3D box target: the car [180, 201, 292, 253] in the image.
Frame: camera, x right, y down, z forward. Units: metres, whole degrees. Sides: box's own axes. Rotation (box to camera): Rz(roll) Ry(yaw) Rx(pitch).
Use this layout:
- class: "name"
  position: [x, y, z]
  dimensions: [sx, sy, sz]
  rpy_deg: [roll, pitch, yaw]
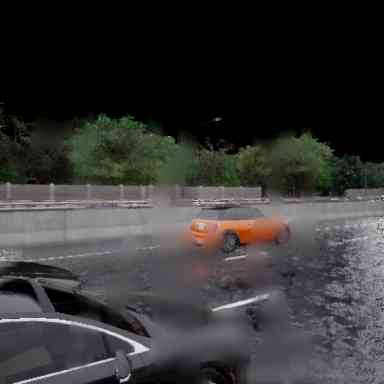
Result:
- class: "car"
  position: [2.075, 1.362, 13.831]
  dimensions: [4.553, 1.767, 2.097]
  rpy_deg: [0, 0, -36]

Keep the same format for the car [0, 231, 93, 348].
- class: "car"
  position: [-4.437, 1.548, 4.880]
  dimensions: [5.357, 1.411, 2.033]
  rpy_deg: [0, 0, -36]

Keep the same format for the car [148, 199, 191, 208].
- class: "car"
  position: [-1.762, 1.369, 28.528]
  dimensions: [4.553, 1.767, 2.097]
  rpy_deg: [0, 0, -35]

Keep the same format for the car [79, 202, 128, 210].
- class: "car"
  position: [-7.628, 1.576, 28.647]
  dimensions: [4.181, 1.385, 1.994]
  rpy_deg: [0, 0, -35]

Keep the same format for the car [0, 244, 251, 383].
- class: "car"
  position: [-1.640, 1.504, 2.700]
  dimensions: [4.892, 1.490, 1.837]
  rpy_deg: [0, 0, -36]
